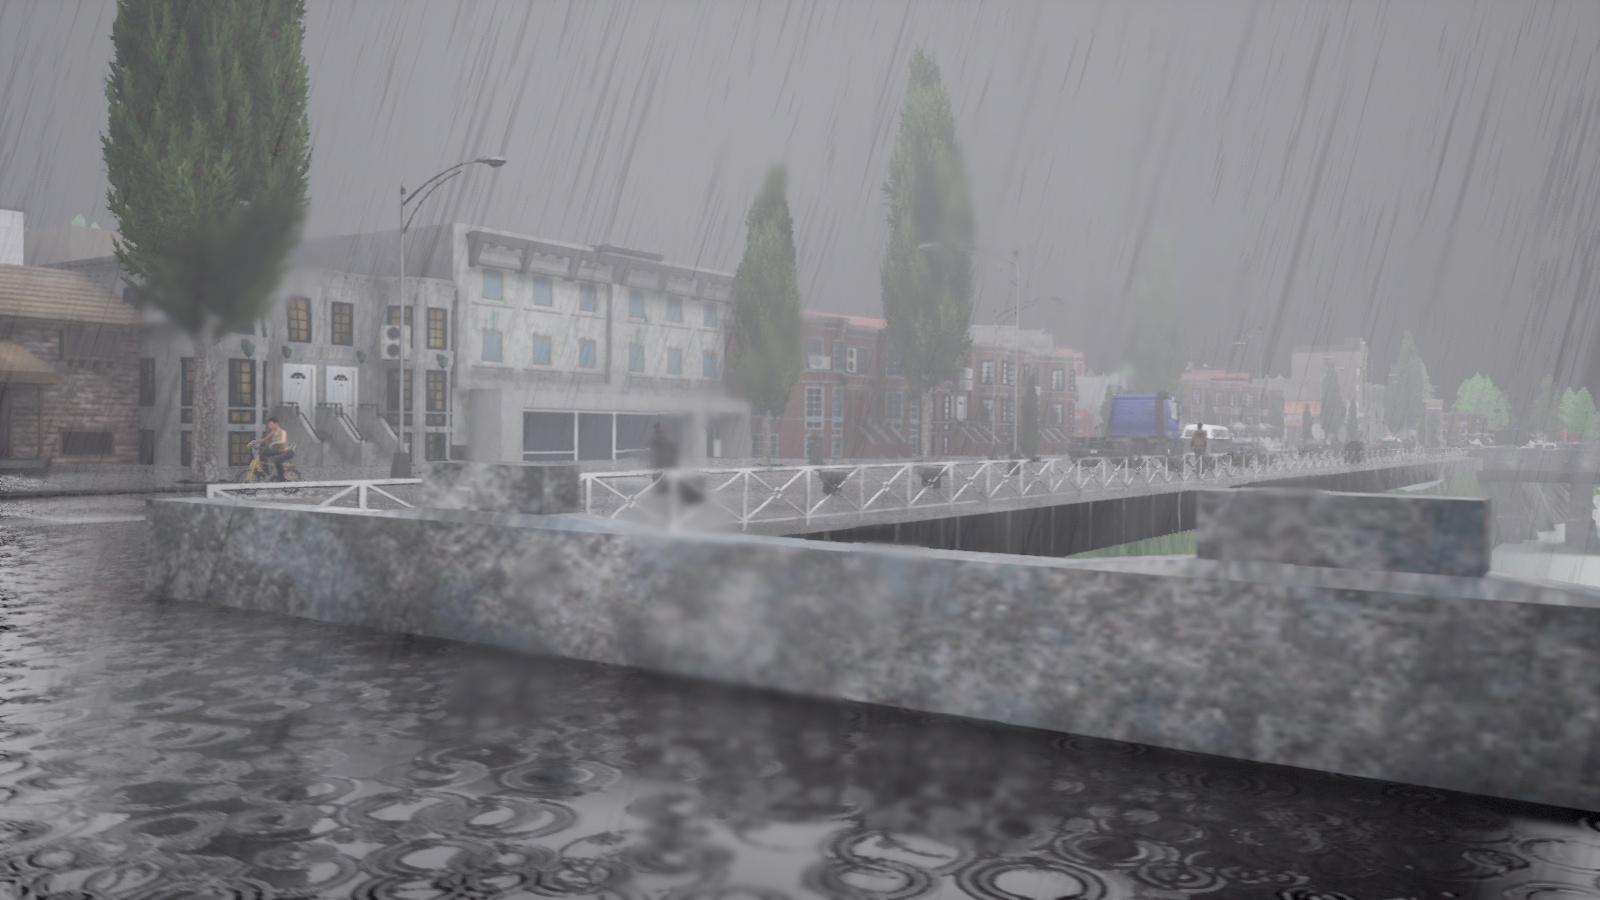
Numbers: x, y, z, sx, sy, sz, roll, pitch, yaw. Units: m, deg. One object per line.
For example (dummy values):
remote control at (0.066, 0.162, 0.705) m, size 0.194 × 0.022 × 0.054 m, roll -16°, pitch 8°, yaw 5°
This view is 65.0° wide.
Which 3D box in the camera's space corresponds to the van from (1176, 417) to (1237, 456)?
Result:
van at (22.229, -0.768, 68.560) m, size 2.069 × 2.038 × 4.480 m, roll 0°, pitch 1°, yaw 34°

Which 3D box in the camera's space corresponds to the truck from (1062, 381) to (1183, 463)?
truck at (14.892, -1.256, 57.497) m, size 2.891 × 3.462 × 7.936 m, roll 0°, pitch 1°, yaw 34°

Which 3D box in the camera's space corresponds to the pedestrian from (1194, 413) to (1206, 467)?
pedestrian at (14.334, -0.359, 44.990) m, size 0.396 × 1.930 × 0.692 m, roll 0°, pitch 1°, yaw 16°

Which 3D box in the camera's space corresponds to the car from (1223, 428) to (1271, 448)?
car at (32.517, -0.865, 91.297) m, size 2.033 × 1.411 × 5.357 m, roll 0°, pitch 1°, yaw 34°

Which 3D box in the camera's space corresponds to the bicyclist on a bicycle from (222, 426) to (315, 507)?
bicyclist on a bicycle at (-10.924, 0.311, 25.829) m, size 0.866 × 1.612 × 1.509 m, roll 0°, pitch 1°, yaw 34°
